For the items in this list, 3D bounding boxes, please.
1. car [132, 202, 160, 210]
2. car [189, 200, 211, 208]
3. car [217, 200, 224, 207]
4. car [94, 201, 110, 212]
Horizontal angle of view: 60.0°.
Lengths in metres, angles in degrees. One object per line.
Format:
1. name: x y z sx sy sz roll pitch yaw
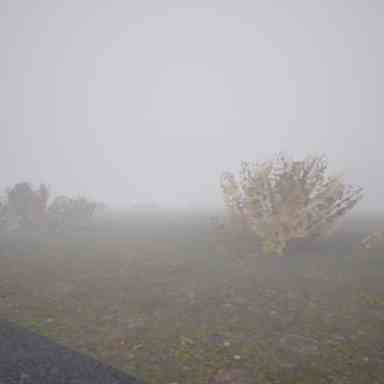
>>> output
1. car: -7.423 2.236 53.680 1.895 1.301 4.718 -1 -1 36
2. car: 1.510 2.149 59.900 1.882 1.535 5.008 -2 -2 37
3. car: 6.953 2.252 67.510 1.882 1.535 5.008 -1 -1 36
4. car: -13.462 2.028 45.312 1.837 1.490 4.892 -1 -1 36
